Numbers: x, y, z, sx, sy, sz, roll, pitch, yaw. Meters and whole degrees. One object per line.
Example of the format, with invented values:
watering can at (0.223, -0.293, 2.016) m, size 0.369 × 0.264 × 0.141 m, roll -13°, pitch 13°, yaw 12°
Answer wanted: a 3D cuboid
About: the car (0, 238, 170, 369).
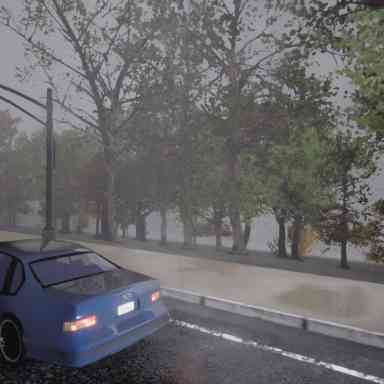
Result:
car at (-2.895, 1.546, 5.754) m, size 5.357 × 1.411 × 2.033 m, roll 0°, pitch 0°, yaw 36°
